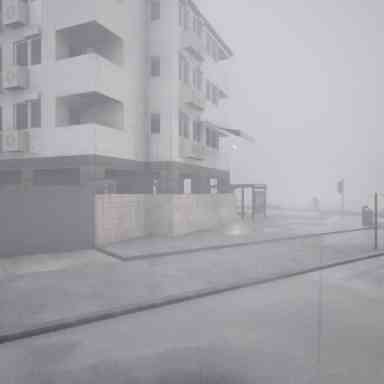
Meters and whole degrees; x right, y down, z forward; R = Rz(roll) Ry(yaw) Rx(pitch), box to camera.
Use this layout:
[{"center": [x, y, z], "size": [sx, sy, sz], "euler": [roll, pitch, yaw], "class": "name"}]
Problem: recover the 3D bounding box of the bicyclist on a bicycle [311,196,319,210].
[{"center": [14.628, 1.349, 39.528], "size": [1.656, 1.620, 0.582], "euler": [0, 0, -35], "class": "bicyclist on a bicycle"}]
